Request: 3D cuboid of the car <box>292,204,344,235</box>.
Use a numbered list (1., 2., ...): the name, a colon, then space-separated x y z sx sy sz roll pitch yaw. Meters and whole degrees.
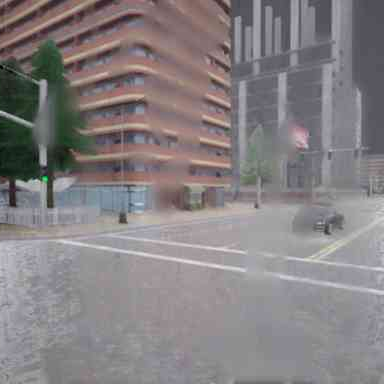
1. car: 7.147 1.445 18.608 1.837 1.490 4.892 0 0 36
